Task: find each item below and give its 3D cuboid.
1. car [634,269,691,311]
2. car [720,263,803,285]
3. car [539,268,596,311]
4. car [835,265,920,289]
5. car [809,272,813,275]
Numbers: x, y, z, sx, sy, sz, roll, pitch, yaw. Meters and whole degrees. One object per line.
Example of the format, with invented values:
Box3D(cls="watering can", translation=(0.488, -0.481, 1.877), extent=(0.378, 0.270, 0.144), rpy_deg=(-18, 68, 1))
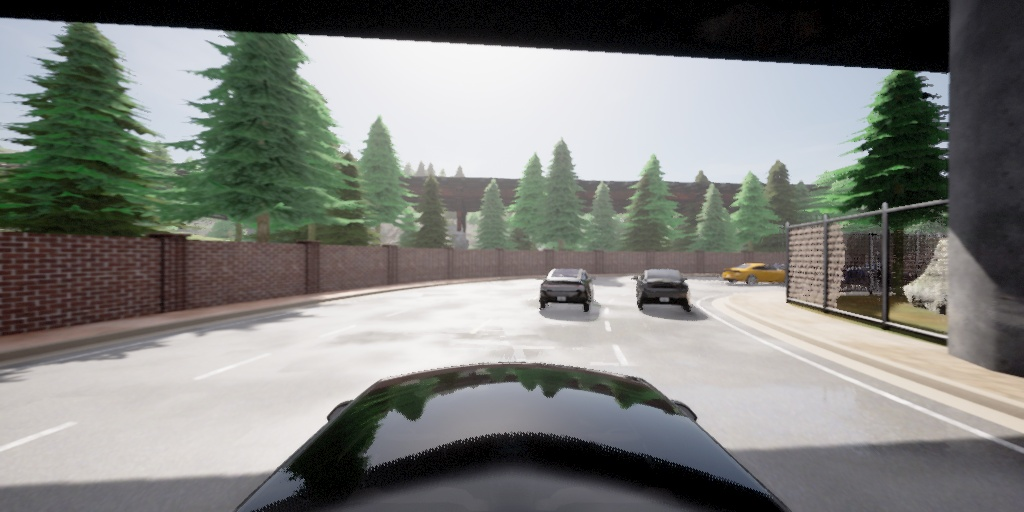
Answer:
Box3D(cls="car", translation=(6.125, 1.274, 14.777), extent=(1.837, 1.490, 4.892), rpy_deg=(-1, 0, 20))
Box3D(cls="car", translation=(18.026, 1.295, 26.158), extent=(5.008, 1.535, 1.882), rpy_deg=(0, 0, -8))
Box3D(cls="car", translation=(2.324, 1.244, 14.593), extent=(2.128, 1.511, 4.902), rpy_deg=(0, 0, 15))
Box3D(cls="car", translation=(23.837, 1.326, 23.368), extent=(5.008, 1.535, 1.882), rpy_deg=(0, 0, -7))
Box3D(cls="car", translation=(25.990, 1.397, 34.385), extent=(5.357, 1.411, 2.033), rpy_deg=(0, 0, -7))
